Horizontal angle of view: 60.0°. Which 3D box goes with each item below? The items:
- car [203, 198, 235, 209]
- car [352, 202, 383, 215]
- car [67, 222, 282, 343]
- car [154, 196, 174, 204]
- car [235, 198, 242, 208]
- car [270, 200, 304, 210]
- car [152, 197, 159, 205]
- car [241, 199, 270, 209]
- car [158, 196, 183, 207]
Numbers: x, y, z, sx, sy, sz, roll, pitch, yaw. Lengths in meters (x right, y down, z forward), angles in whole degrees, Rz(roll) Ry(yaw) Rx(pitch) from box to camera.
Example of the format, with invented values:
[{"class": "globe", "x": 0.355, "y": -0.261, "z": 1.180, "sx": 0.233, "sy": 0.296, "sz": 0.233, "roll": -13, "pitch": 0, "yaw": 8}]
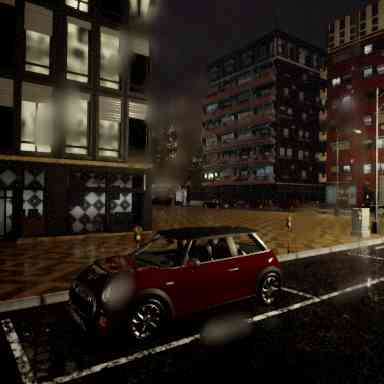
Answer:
[{"class": "car", "x": 3.314, "y": 1.677, "z": 45.803, "sx": 2.008, "sy": 1.369, "sz": 4.403, "roll": 1, "pitch": -1, "yaw": -35}, {"class": "car", "x": 19.964, "y": 1.729, "z": 36.716, "sx": 1.947, "sy": 1.339, "sz": 4.313, "roll": 1, "pitch": -1, "yaw": -35}, {"class": "car", "x": -0.200, "y": 1.441, "z": 6.395, "sx": 4.097, "sy": 1.590, "sz": 1.967, "roll": 0, "pitch": 1, "yaw": -35}, {"class": "car", "x": -6.158, "y": 1.724, "z": 73.807, "sx": 2.192, "sy": 1.841, "sz": 5.009, "roll": 1, "pitch": -1, "yaw": -35}, {"class": "car", "x": 6.903, "y": 1.725, "z": 55.261, "sx": 1.967, "sy": 1.590, "sz": 4.097, "roll": 1, "pitch": -1, "yaw": -35}, {"class": "car", "x": 13.433, "y": 1.806, "z": 45.988, "sx": 1.802, "sy": 1.307, "sz": 4.206, "roll": 1, "pitch": -1, "yaw": -35}, {"class": "car", "x": -6.482, "y": 1.763, "z": 59.712, "sx": 1.887, "sy": 1.381, "sz": 4.507, "roll": 1, "pitch": -1, "yaw": -35}, {"class": "car", "x": 10.168, "y": 1.799, "z": 50.625, "sx": 1.887, "sy": 1.381, "sz": 4.507, "roll": 1, "pitch": -1, "yaw": -35}, {"class": "car", "x": -3.217, "y": 1.733, "z": 55.076, "sx": 1.887, "sy": 1.381, "sz": 4.507, "roll": 1, "pitch": -1, "yaw": -35}]
